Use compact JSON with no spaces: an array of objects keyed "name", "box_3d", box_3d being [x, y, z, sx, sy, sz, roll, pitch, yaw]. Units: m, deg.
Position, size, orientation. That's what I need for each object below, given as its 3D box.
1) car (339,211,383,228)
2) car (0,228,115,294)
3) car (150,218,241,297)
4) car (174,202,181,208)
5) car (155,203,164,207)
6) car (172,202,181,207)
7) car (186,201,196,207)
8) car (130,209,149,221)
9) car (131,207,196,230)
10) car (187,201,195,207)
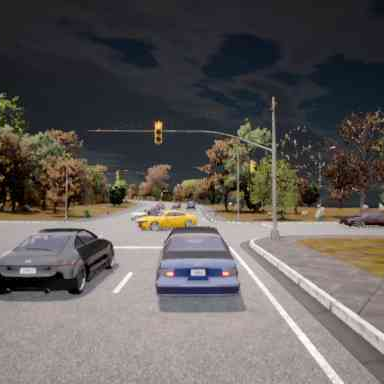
[{"name":"car","box_3d":[16.108,2.430,29.746,5.357,1.411,2.033,0,-3,-3]},{"name":"car","box_3d":[-3.446,1.661,9.001,1.994,1.385,4.181,0,-1,0]},{"name":"car","box_3d":[0.068,1.643,8.894,2.033,1.411,5.357,0,-1,-1]},{"name":"car","box_3d":[-3.863,3.389,88.211,1.837,1.490,4.892,0,0,-4]},{"name":"car","box_3d":[-7.217,3.507,64.965,2.033,1.411,5.357,0,0,0]},{"name":"car","box_3d":[-3.718,3.451,78.235,1.812,1.442,4.674,0,0,0]},{"name":"car","box_3d":[-0.216,3.276,77.775,2.097,1.767,4.553,0,0,0]},{"name":"car","box_3d":[-7.233,3.125,46.198,1.812,1.442,4.674,0,-2,0]},{"name":"car","box_3d":[-1.954,2.191,26.000,5.008,1.535,1.882,2,-4,-35]},{"name":"car","box_3d":[-0.339,3.205,87.954,1.882,1.535,5.008,0,0,-4]}]
